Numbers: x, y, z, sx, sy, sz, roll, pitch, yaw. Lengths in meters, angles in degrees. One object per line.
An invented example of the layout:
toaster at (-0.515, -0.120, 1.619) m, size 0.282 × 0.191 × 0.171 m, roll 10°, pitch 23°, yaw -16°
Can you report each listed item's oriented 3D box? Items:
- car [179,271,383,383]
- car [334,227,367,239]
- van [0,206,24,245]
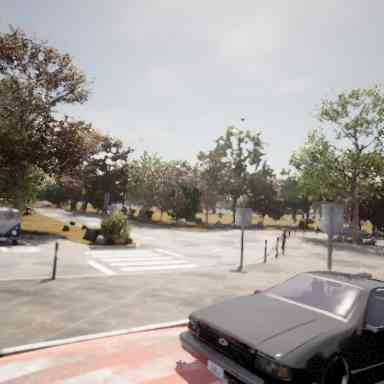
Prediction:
car at (2.463, 2.080, 5.435) m, size 5.357 × 1.411 × 2.033 m, roll 11°, pitch -6°, yaw -35°
car at (21.149, 5.339, 44.547) m, size 4.181 × 1.385 × 1.994 m, roll 4°, pitch -1°, yaw 16°
van at (-10.897, 1.833, 18.828) m, size 1.878 × 1.987 × 4.442 m, roll 7°, pitch -4°, yaw -35°
